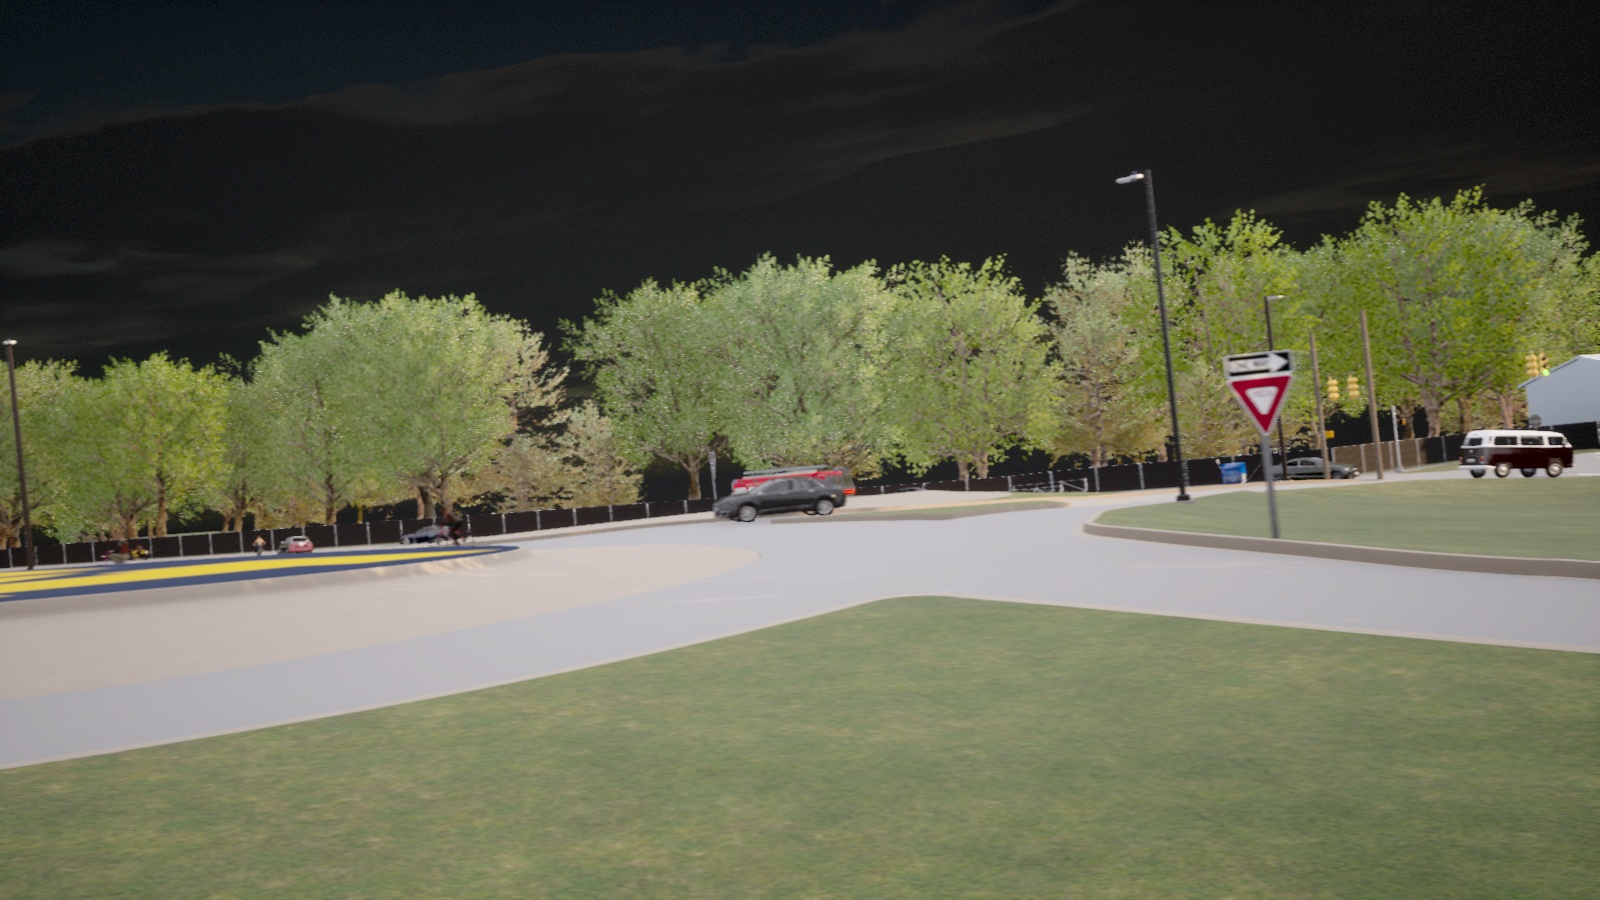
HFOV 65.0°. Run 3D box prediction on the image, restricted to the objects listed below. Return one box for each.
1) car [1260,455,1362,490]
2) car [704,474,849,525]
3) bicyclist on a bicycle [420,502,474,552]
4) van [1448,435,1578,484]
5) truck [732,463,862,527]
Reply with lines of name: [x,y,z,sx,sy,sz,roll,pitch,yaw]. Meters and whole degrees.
car: [30.356,1.350,74.669,5.027,1.651,2.152,-5,0,42]
car: [-0.860,1.788,45.750,4.892,1.490,1.837,-3,-1,-16]
bicyclist on a bicycle: [-12.773,2.785,45.439,1.656,1.620,0.582,-6,-1,5]
van: [30.579,0.425,53.919,4.480,2.038,2.069,0,-2,-9]
truck: [-0.199,3.186,89.316,8.468,3.827,2.891,-5,0,16]
